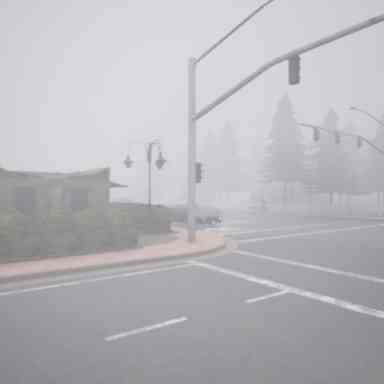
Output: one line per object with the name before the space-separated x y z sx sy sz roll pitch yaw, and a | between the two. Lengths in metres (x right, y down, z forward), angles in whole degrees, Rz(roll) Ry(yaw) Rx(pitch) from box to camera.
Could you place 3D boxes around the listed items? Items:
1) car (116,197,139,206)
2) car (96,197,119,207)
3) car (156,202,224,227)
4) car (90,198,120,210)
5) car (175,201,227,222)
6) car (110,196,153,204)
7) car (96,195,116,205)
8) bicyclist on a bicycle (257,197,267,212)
car | -10.752 1.575 55.091 1.812 1.442 4.674 0 0 -36
car | -13.501 1.568 52.920 1.812 1.442 4.674 0 0 -37
car | -0.220 1.576 23.347 2.033 1.411 5.357 0 0 -37
car | -11.780 1.582 44.577 2.033 1.411 5.357 0 0 -37
car | 0.645 1.561 28.057 1.812 1.442 4.674 0 0 -37
car | -5.943 1.380 30.962 2.097 1.767 4.553 0 0 -37
car | -16.198 1.401 62.239 2.097 1.767 4.553 0 0 -37
bicyclist on a bicycle | 7.787 1.360 36.801 1.656 1.620 0.582 0 0 -37
